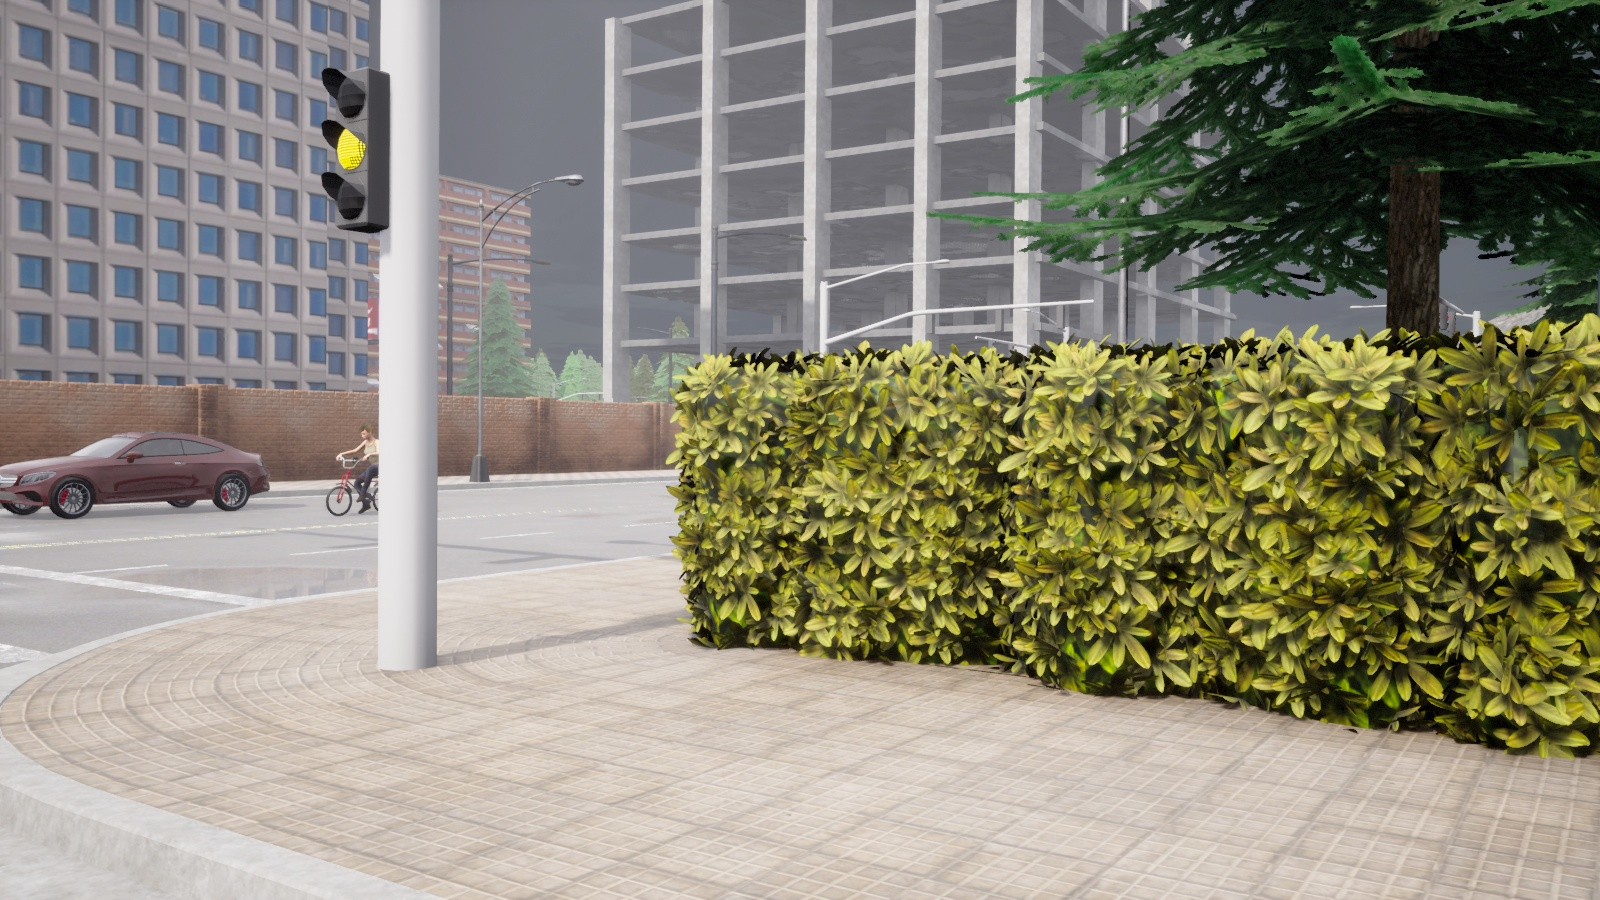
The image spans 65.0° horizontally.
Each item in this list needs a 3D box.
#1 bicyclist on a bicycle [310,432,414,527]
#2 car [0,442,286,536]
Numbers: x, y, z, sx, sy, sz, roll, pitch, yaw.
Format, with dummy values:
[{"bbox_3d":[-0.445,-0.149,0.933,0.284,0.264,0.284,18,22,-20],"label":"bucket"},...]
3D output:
[{"bbox_3d":[-7.757,0.489,22.290,0.866,1.612,1.509,0,1,34],"label":"bicyclist on a bicycle"},{"bbox_3d":[-11.841,0.613,22.469,1.812,1.442,4.674,0,1,33],"label":"car"}]
